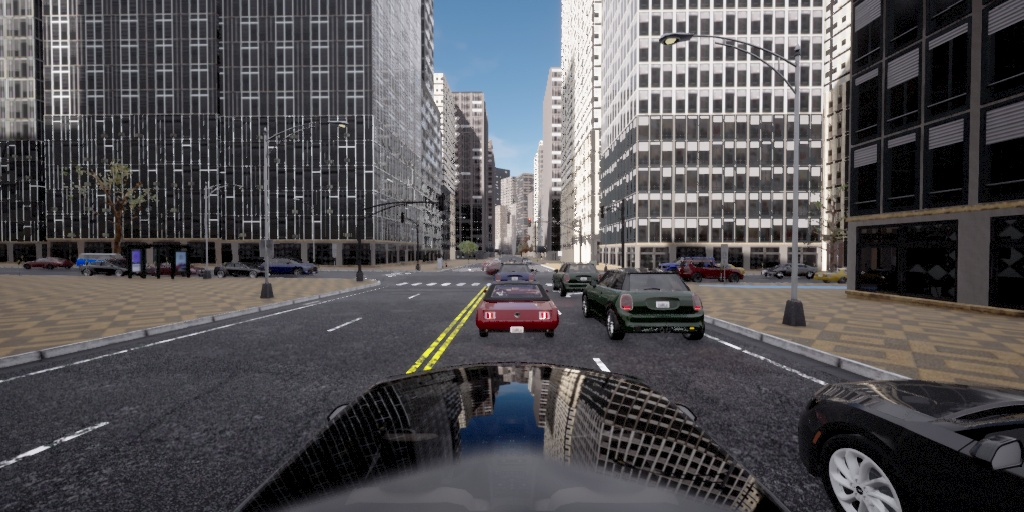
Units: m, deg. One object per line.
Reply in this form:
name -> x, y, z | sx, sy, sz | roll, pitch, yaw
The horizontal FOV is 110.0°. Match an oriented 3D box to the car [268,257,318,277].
car -> -20.420, 0.937, 32.938 | 4.553, 1.767, 2.097 | 1, 1, 1

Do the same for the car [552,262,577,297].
car -> 3.380, 1.092, 19.028 | 2.097, 1.767, 4.553 | 0, 0, 0

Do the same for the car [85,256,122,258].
car -> -36.049, 0.968, 33.293 | 4.674, 1.442, 1.812 | 0, 1, 1

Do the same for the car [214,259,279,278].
car -> -22.679, 1.174, 30.283 | 4.313, 1.339, 1.948 | 0, 0, 1

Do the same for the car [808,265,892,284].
car -> 27.693, 1.579, 29.462 | 4.829, 1.417, 1.751 | 0, 0, 1

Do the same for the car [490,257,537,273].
car -> 0.132, 1.092, 19.180 | 2.097, 1.767, 4.553 | 0, 0, 0

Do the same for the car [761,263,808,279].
car -> 27.224, 1.448, 35.245 | 4.902, 1.511, 2.128 | 1, 1, 1

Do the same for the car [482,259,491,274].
car -> -0.071, 1.294, 32.551 | 4.674, 1.442, 1.812 | 1, 1, 1

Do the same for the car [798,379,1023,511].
car -> 3.342, 1.255, 1.036 | 1.837, 1.490, 4.892 | 0, 0, 0

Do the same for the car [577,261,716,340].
car -> 3.357, 1.098, 10.091 | 2.097, 1.767, 4.553 | 0, 0, 0

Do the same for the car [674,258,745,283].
car -> 16.245, 1.269, 29.681 | 5.009, 1.841, 2.192 | 0, 0, 1

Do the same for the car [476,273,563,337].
car -> 0.113, 1.347, 10.187 | 1.895, 1.301, 4.718 | 0, 0, 0

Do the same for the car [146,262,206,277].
car -> -28.363, 1.138, 30.428 | 4.207, 1.307, 1.802 | 0, 0, 1

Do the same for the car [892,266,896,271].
car -> 33.163, 1.684, 29.358 | 4.207, 1.307, 1.802 | 0, 0, 1

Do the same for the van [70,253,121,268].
van -> -45.217, 0.605, 39.294 | 3.998, 1.789, 1.690 | 0, 0, 1

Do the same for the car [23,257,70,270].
car -> -50.899, 0.794, 39.420 | 4.207, 1.307, 1.802 | 0, 0, 1

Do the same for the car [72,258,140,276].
car -> -34.043, 1.070, 30.612 | 4.313, 1.339, 1.948 | 0, 0, 1
